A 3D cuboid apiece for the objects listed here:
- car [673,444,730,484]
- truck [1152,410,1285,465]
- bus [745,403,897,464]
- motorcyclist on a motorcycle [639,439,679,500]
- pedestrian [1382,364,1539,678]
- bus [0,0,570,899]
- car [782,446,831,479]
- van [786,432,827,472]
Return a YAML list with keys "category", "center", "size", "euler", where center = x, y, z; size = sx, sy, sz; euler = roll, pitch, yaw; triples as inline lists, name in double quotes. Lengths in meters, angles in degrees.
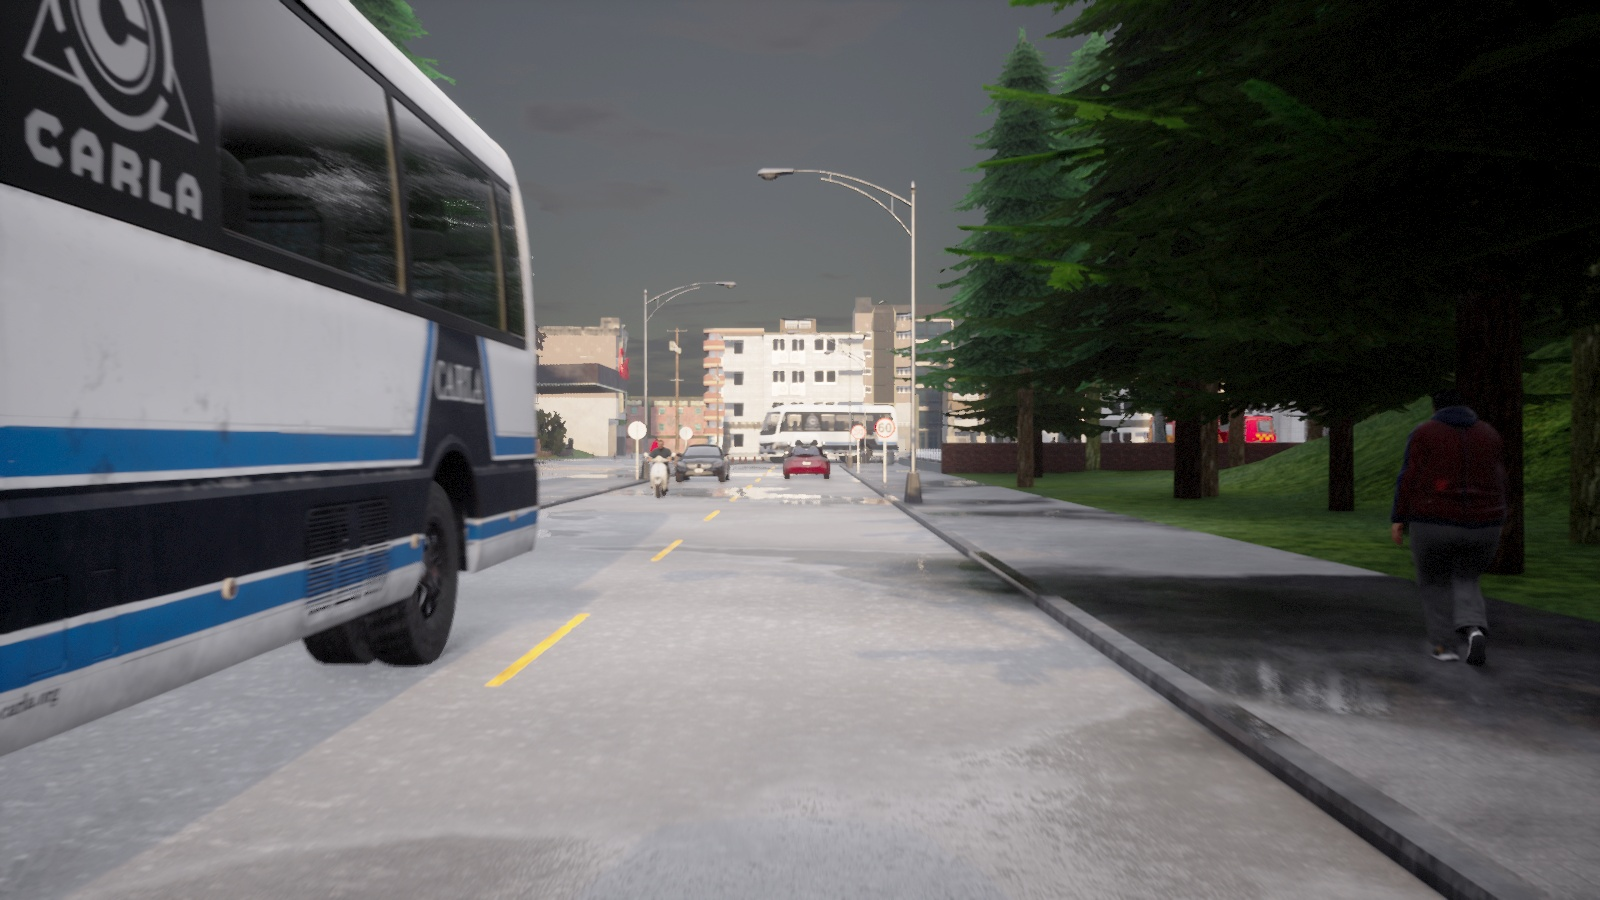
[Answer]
- category: "car"
  center: [-3.731, 0.496, 48.377]
  size: [1.812, 1.442, 4.674]
  euler: [0, 0, 0]
- category: "truck"
  center: [29.614, -0.897, 89.160]
  size: [8.468, 3.827, 2.891]
  euler: [0, 0, 0]
- category: "bus"
  center: [1.509, -1.140, 91.016]
  size: [10.273, 4.253, 3.944]
  euler: [0, 0, -24]
- category: "motorcyclist on a motorcycle"
  center: [-3.799, 0.505, 34.018]
  size: [0.866, 1.590, 1.817]
  euler: [0, 1, 0]
- category: "pedestrian"
  center: [4.111, 0.415, 7.873]
  size: [0.634, 1.844, 0.899]
  euler: [0, 0, 11]
- category: "bus"
  center: [-3.951, -0.664, 5.518]
  size: [3.944, 4.253, 10.273]
  euler: [0, 0, 0]
- category: "car"
  center: [0.286, 0.507, 53.758]
  size: [1.994, 1.385, 4.181]
  euler: [0, 0, 0]
- category: "van"
  center: [0.340, 0.093, 66.872]
  size: [2.069, 2.038, 4.480]
  euler: [0, 0, 0]
